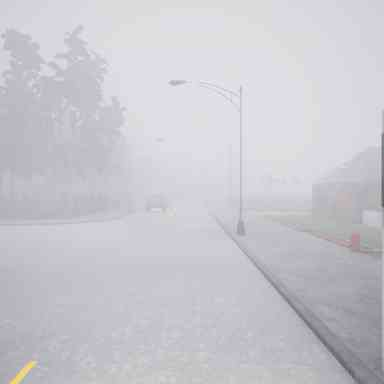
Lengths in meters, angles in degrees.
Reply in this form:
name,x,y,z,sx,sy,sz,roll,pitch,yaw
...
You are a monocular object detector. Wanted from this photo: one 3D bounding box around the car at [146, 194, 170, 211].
name,x,y,z,sx,sy,sz,roll,pitch,yaw
car,-4.248,1.221,40.369,2.150,2.045,5.566,0,0,0
